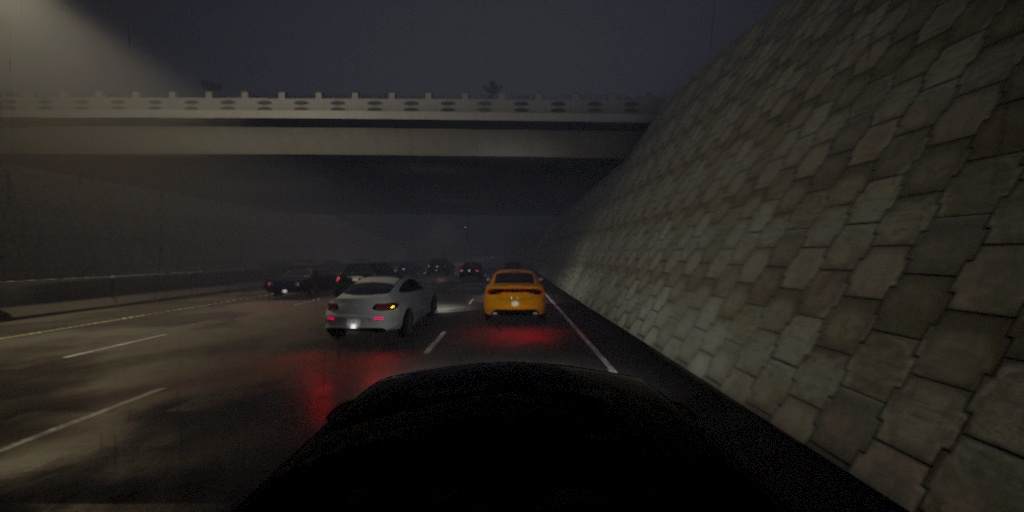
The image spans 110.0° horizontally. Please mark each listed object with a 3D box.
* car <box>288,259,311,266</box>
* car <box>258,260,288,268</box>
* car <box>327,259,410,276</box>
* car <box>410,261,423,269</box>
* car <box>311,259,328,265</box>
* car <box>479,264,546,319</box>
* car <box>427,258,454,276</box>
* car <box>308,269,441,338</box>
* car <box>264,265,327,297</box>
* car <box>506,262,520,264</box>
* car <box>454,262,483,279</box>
[{"bbox_3d":[-28.112,1.154,49.216,1.812,1.442,4.674,0,0,0],"label":"car"},{"bbox_3d":[-31.608,1.234,48.004,1.895,1.301,4.718,0,0,0],"label":"car"},{"bbox_3d":[-6.912,1.058,17.915,2.097,1.767,4.553,0,0,0],"label":"car"},{"bbox_3d":[-10.427,1.221,36.522,1.994,1.385,4.181,0,0,0],"label":"car"},{"bbox_3d":[-24.615,1.155,48.430,1.812,1.442,4.674,0,0,0],"label":"car"},{"bbox_3d":[0.092,1.197,12.636,1.882,1.535,5.008,0,0,0],"label":"car"},{"bbox_3d":[-6.926,1.011,35.338,2.097,1.767,4.553,0,0,0],"label":"car"},{"bbox_3d":[-3.417,1.254,10.025,1.812,1.442,4.674,0,0,0],"label":"car"},{"bbox_3d":[-10.412,1.308,18.642,1.895,1.301,4.718,0,0,0],"label":"car"},{"bbox_3d":[0.077,1.216,31.160,2.033,1.411,5.357,0,0,0],"label":"car"},{"bbox_3d":[-3.422,1.217,31.187,2.033,1.411,5.357,0,0,0],"label":"car"}]
